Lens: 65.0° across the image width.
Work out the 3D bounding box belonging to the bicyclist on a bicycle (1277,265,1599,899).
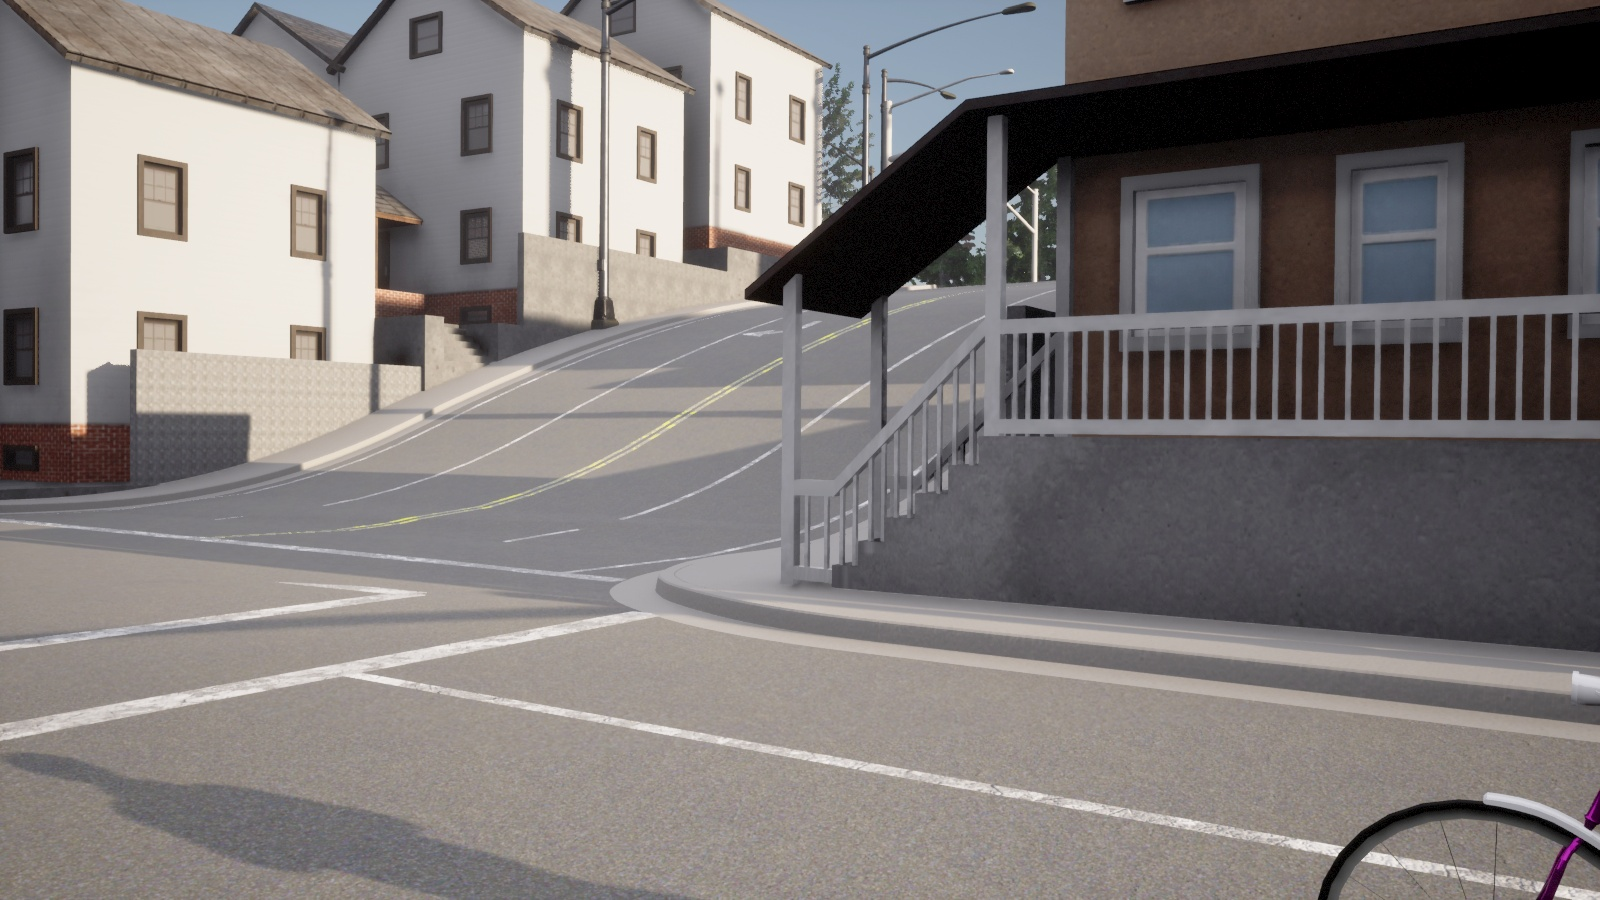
[{"bbox_3d":[1.928,0.552,2.340,1.843,1.776,0.659,0,1,34],"label":"bicyclist on a bicycle"}]
